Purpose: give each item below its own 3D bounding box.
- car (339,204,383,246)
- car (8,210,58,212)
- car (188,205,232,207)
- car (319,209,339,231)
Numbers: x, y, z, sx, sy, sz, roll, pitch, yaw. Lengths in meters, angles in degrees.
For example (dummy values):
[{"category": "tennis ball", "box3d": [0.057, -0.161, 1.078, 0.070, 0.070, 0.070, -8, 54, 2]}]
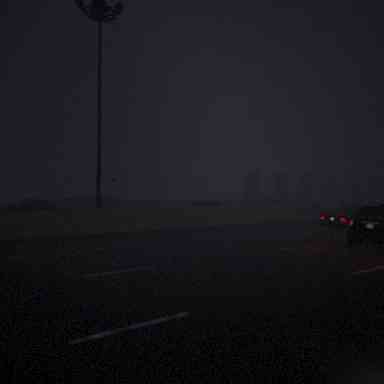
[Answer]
[{"category": "car", "box3d": [8.335, 1.276, 13.257, 4.553, 1.767, 2.097, 0, 1, -31]}, {"category": "car", "box3d": [-13.672, 1.188, 28.470, 4.181, 1.385, 1.994, 0, 1, -34]}, {"category": "car", "box3d": [0.684, 1.303, 25.179, 5.357, 1.411, 2.033, 0, 1, -31]}, {"category": "car", "box3d": [9.367, 1.431, 18.173, 5.357, 1.411, 2.033, 0, 1, -28]}]
